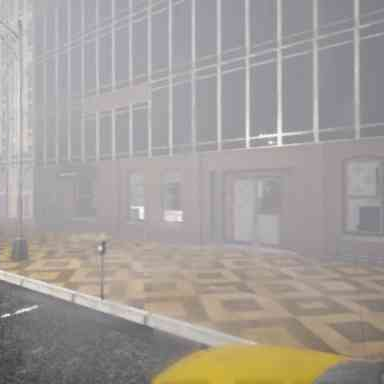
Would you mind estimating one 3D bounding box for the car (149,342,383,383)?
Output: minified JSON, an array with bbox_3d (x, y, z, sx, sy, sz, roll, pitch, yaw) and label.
[{"bbox_3d":[1.672,1.526,1.687,4.829,1.417,1.752,0,0,35],"label":"car"}]
